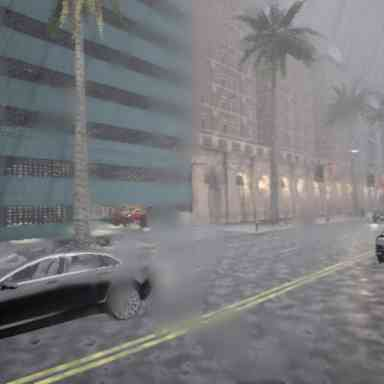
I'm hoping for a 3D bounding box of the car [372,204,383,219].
[{"bbox_3d":[21.996,2.370,37.212,2.150,2.045,5.566,-4,-3,43],"label":"car"}]

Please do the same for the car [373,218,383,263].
[{"bbox_3d":[8.587,1.854,12.803,2.128,1.511,4.902,-4,-3,44],"label":"car"}]

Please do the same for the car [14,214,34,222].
[{"bbox_3d":[-28.647,4.613,58.433,2.161,1.482,4.786,-4,-3,43],"label":"car"}]

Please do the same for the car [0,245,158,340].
[{"bbox_3d":[-2.963,1.853,6.430,4.902,1.511,2.128,1,-3,-42],"label":"car"}]

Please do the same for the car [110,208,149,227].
[{"bbox_3d":[-6.573,2.832,38.040,2.435,2.045,5.566,-4,-3,43],"label":"car"}]

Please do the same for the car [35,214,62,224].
[{"bbox_3d":[-20.532,4.115,50.147,1.895,1.301,4.718,-4,-3,43],"label":"car"}]
